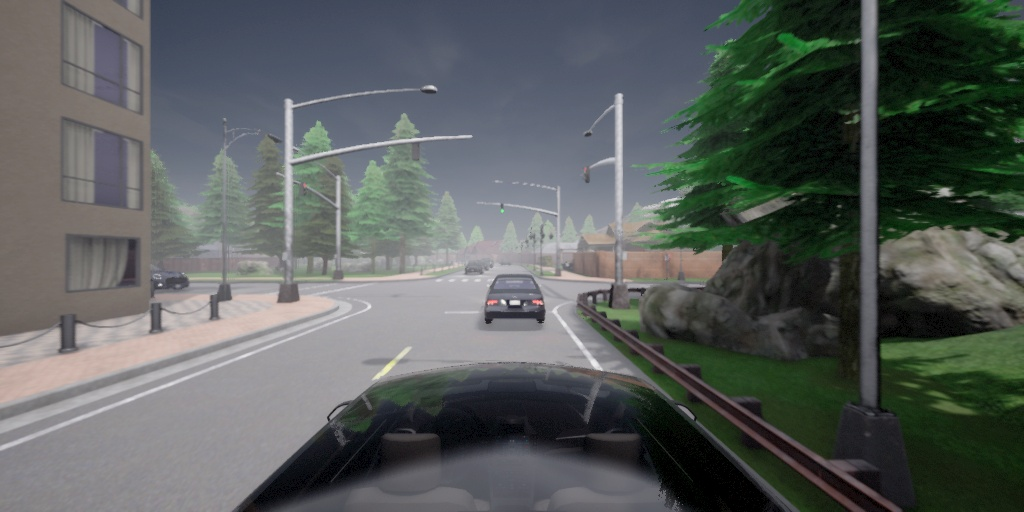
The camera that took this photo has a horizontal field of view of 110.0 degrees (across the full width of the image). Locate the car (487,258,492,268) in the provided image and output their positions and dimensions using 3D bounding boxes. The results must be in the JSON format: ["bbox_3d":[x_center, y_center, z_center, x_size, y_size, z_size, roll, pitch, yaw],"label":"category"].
[{"bbox_3d":[-4.112,1.233,48.475,1.837,1.490,4.892,0,0,0],"label":"car"}]

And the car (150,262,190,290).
[{"bbox_3d":[-20.728,1.091,19.894,4.553,1.767,2.097,0,0,1],"label":"car"}]

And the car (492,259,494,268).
[{"bbox_3d":[-4.158,1.081,58.166,2.097,1.767,4.553,0,0,0],"label":"car"}]

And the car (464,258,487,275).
[{"bbox_3d":[-4.048,1.231,39.009,1.837,1.490,4.892,0,0,0],"label":"car"}]

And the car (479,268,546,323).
[{"bbox_3d":[0.076,1.299,12.140,2.033,1.411,5.357,0,0,0],"label":"car"}]
